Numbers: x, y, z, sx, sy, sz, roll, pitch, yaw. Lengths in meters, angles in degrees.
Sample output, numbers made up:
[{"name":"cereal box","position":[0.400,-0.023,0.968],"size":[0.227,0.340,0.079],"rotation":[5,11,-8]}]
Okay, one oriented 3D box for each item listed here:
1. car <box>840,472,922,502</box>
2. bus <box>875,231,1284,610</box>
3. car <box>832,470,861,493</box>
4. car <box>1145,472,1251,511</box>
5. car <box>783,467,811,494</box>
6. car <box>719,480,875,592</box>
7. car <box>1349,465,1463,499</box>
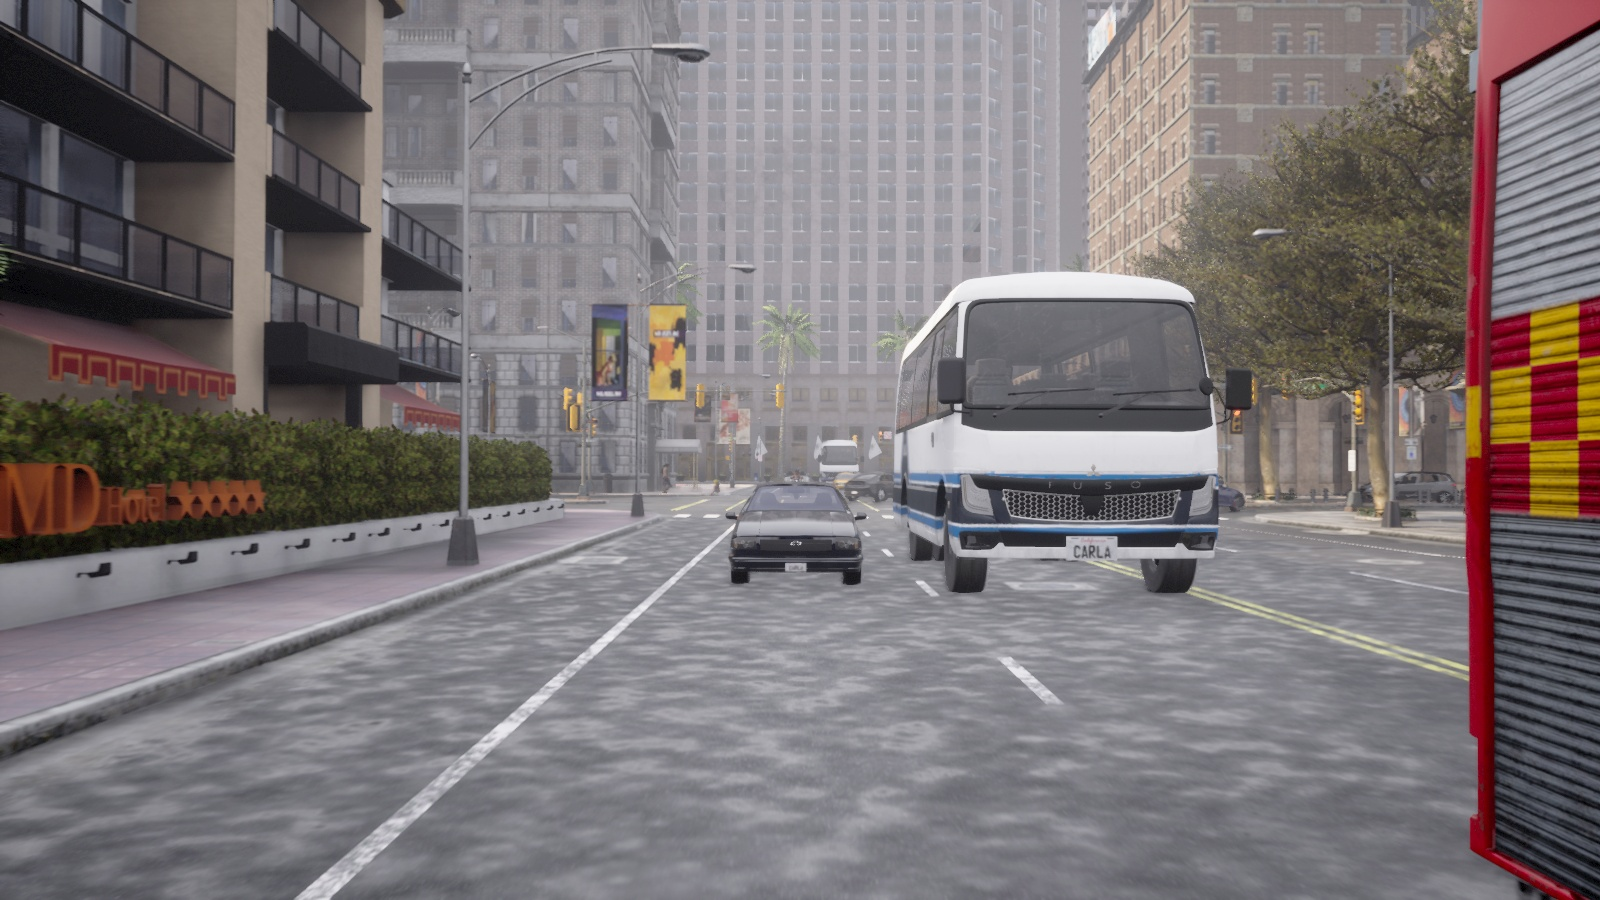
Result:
[{"name":"car","position":[4.221,1.886,64.745],"size":[1.837,1.490,4.892],"rotation":[-1,-1,36]},{"name":"bus","position":[3.446,-0.253,19.289],"size":[3.944,4.253,10.273],"rotation":[0,-1,0]},{"name":"car","position":[3.273,2.239,89.515],"size":[1.801,1.575,5.366],"rotation":[0,-1,0]},{"name":"car","position":[15.804,1.611,49.797],"size":[4.674,1.442,1.812],"rotation":[1,-1,-41]},{"name":"car","position":[-0.226,2.130,89.489],"size":[1.932,1.855,4.605],"rotation":[0,-1,0]},{"name":"car","position":[-0.047,1.181,19.034],"size":[2.033,1.411,5.357],"rotation":[0,-1,0]},{"name":"car","position":[30.466,1.595,63.225],"size":[4.611,1.667,2.242],"rotation":[0,-1,1]}]
